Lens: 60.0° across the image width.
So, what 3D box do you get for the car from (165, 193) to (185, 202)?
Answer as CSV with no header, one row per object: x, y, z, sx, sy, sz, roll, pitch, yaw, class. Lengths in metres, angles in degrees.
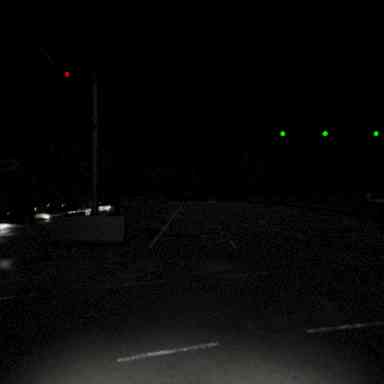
-4.165,1.267,76.786,2.150,2.045,5.566,0,0,-22,car

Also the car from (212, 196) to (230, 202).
7.004,1.586,76.215,2.033,1.411,5.357,0,0,-18,car

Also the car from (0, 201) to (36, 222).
-14.059,1.521,26.216,1.837,1.490,4.892,0,0,0,car

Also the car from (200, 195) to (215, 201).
3.896,1.577,85.232,1.812,1.442,4.674,0,0,-26,car

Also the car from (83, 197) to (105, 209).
-13.972,1.520,45.637,2.128,1.511,4.902,0,0,1,car

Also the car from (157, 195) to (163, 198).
-8.254,1.482,86.663,1.895,1.301,4.718,0,0,-30,car

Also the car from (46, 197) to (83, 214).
-14.032,1.375,36.248,2.097,1.767,4.553,0,0,0,car

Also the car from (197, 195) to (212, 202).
2.096,1.584,80.040,2.033,1.411,5.357,0,0,-22,car

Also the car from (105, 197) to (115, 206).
-14.133,1.528,55.946,2.128,1.511,4.902,0,0,-3,car

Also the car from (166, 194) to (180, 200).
-5.089,1.365,88.161,1.882,1.535,5.008,0,0,-30,car

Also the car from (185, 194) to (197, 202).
-1.220,1.567,78.918,1.812,1.442,4.674,0,0,-22,car

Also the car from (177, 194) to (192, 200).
-1.938,1.365,89.686,1.882,1.535,5.008,0,0,-30,car
